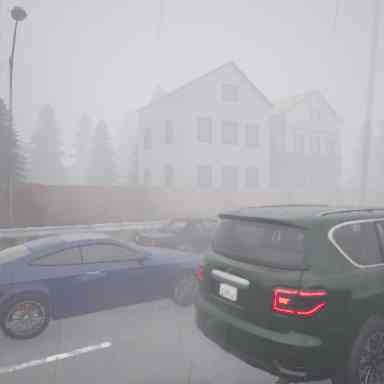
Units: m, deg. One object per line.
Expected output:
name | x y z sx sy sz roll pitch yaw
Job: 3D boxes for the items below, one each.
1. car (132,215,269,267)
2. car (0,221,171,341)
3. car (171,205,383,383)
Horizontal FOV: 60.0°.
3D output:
car | 0.395 1.608 12.063 4.718 1.301 1.895 0 0 -33
car | -1.887 1.529 6.449 4.674 1.442 1.812 0 0 -33
car | 2.664 1.225 5.206 5.566 2.045 2.150 0 0 -33
